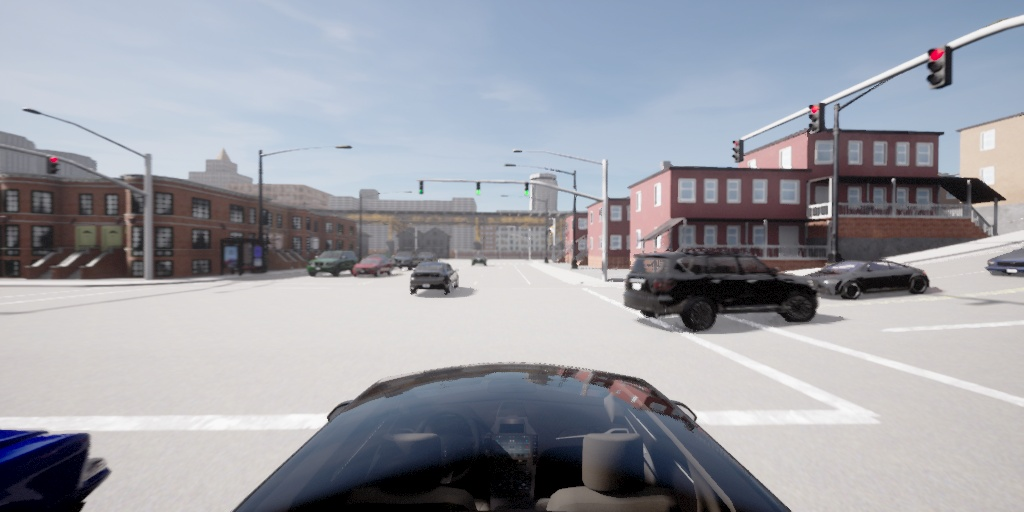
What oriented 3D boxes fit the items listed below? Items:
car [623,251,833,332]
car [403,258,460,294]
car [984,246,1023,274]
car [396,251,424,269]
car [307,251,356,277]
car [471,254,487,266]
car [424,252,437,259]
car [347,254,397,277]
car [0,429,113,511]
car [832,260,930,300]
[{"bbox_3d":[6.044,0.892,10.532,5.566,2.045,2.150,-1,-1,-14],"label":"car"},{"bbox_3d":[-3.883,1.060,18.386,1.837,1.490,4.892,0,1,-2],"label":"car"},{"bbox_3d":[22.787,-0.174,14.572,5.357,1.411,2.033,-8,1,-2],"label":"car"},{"bbox_3d":[-11.624,0.521,39.213,2.150,2.045,5.566,0,1,-1],"label":"car"},{"bbox_3d":[-14.892,0.599,30.193,2.150,2.045,5.566,0,1,-1],"label":"car"},{"bbox_3d":[-4.797,0.542,52.882,2.097,1.767,4.553,0,1,-2],"label":"car"},{"bbox_3d":[-11.848,0.406,49.747,2.150,2.045,5.566,0,1,-1],"label":"car"},{"bbox_3d":[-11.382,0.879,29.607,1.882,1.535,5.008,0,1,-2],"label":"car"},{"bbox_3d":[-3.489,1.350,0.160,1.895,1.301,4.718,0,1,-3],"label":"car"},{"bbox_3d":[13.807,0.852,14.314,4.181,1.385,1.994,-4,1,-2],"label":"car"}]
